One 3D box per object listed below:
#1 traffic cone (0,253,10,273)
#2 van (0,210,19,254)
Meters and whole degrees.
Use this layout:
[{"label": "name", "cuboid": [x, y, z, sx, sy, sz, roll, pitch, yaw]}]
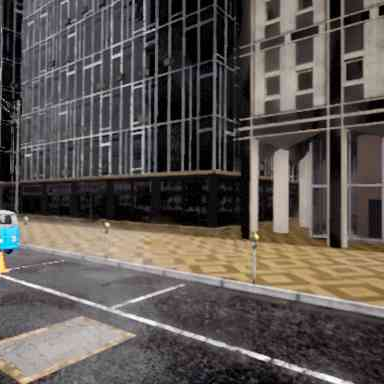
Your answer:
[{"label": "traffic cone", "cuboid": [-5.831, 2.153, 10.186, 0.340, 0.580, 0.340, -1, -2, 37]}, {"label": "van", "cuboid": [-8.658, 1.595, 13.534, 3.998, 1.788, 1.690, -1, -2, 37]}]
